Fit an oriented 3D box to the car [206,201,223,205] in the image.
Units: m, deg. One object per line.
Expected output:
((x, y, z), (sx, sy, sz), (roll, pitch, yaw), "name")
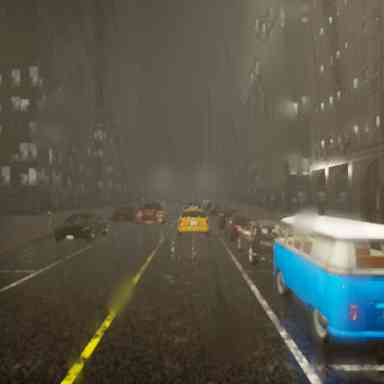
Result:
((2.688, 1.905, 34.025), (2.008, 1.369, 4.403), (1, -1, 0), "car")

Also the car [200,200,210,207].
((2.677, 2.248, 67.487), (1.802, 1.307, 4.206), (1, -1, 0), "car")

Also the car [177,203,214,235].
((0.093, 1.669, 20.080), (1.801, 1.575, 5.366), (0, -1, 0), "car")

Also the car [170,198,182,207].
((-3.023, 2.186, 67.773), (1.812, 1.442, 4.674), (0, 0, 0), "car")

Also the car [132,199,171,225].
((-3.108, 1.629, 26.358), (2.097, 1.767, 4.553), (0, -1, 0), "car")

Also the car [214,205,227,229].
((2.691, 1.813, 23.326), (1.947, 1.339, 4.313), (1, -1, 0), "car")

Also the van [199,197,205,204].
((2.674, 2.202, 89.796), (1.690, 1.788, 3.998), (1, 0, 0), "van")

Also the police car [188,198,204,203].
((0.085, 1.940, 42.237), (2.038, 1.542, 4.974), (0, 0, 0), "police car")

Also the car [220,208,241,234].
((2.692, 1.770, 17.653), (1.802, 1.307, 4.206), (1, -1, 0), "car")

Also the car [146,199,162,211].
((-5.696, 1.953, 50.782), (1.967, 1.590, 4.097), (1, -1, 0), "car")

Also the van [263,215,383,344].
((2.699, 1.410, 6.308), (1.690, 1.788, 3.998), (1, -1, 0), "van")

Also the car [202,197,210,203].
((2.686, 1.902, 45.180), (1.967, 1.590, 4.097), (1, -1, 0), "car")

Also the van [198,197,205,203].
((2.672, 2.249, 95.372), (1.690, 1.788, 3.998), (1, 0, 0), "van")

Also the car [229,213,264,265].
((2.694, 1.679, 11.979), (2.008, 1.369, 4.403), (1, -1, 0), "car")

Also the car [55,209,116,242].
((-5.688, 1.754, 17.679), (1.947, 1.339, 4.313), (1, -1, 0), "car")

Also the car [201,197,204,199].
((2.679, 2.167, 61.910), (2.008, 1.369, 4.403), (1, -1, 0), "car")

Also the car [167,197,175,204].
((-5.708, 2.300, 89.803), (1.967, 1.590, 4.097), (1, 0, 0), "car")

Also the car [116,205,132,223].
((-5.691, 1.848, 29.029), (1.887, 1.381, 4.507), (1, -1, 0), "car")

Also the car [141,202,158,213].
((-5.697, 2.044, 45.208), (1.802, 1.307, 4.206), (1, -1, 0), "car")
